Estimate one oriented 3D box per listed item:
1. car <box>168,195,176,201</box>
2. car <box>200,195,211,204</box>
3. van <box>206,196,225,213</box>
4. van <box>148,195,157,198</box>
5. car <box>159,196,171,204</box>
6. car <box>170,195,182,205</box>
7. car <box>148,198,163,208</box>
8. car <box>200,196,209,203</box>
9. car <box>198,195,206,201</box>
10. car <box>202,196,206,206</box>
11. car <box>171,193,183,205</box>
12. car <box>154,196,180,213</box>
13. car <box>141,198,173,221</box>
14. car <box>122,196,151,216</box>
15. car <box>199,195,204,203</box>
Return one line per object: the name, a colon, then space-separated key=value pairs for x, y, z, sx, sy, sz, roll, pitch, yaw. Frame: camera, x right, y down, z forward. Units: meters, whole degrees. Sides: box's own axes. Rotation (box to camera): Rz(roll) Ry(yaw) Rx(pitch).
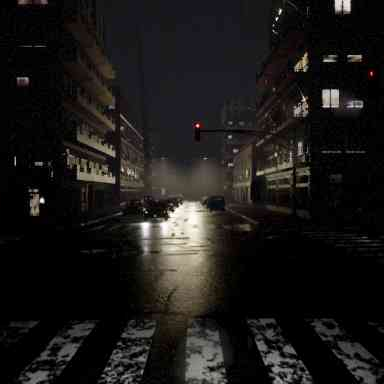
car: x=-5.225 y=1.513 z=87.785 sx=2.008 sy=1.369 sz=4.403 roll=0 pitch=0 yaw=0
car: x=2.632 y=1.420 z=65.451 sx=1.967 sy=1.590 sz=4.097 roll=0 pitch=0 yaw=0
van: x=2.733 y=1.332 z=36.922 sx=1.690 sy=1.788 sz=3.998 roll=0 pitch=0 yaw=0
van: x=-5.365 y=1.330 z=43.134 sx=1.690 sy=1.788 sz=3.998 roll=0 pitch=0 yaw=0
car: x=-5.248 y=1.525 z=65.459 sx=1.887 sy=1.381 sz=4.507 roll=0 pitch=0 yaw=0
car: x=-2.791 y=1.513 z=46.998 sx=1.812 sy=1.442 sz=4.674 roll=0 pitch=0 yaw=0
car: x=-5.313 y=1.569 z=48.715 sx=1.802 sy=1.307 sz=4.206 roll=0 pitch=0 yaw=0
car: x=2.638 y=1.521 z=71.032 sx=1.887 sy=1.381 sz=4.507 roll=0 pitch=0 yaw=0
car: x=2.655 y=1.528 z=87.777 sx=1.947 sy=1.339 sz=4.313 roll=0 pitch=0 yaw=0
car: x=2.704 y=1.533 z=43.126 sx=1.887 sy=1.381 sz=4.507 roll=0 pitch=0 yaw=0
car: x=-2.743 y=1.205 z=57.641 sx=2.150 sy=2.045 sz=5.566 roll=0 pitch=0 yaw=1
car: x=-2.811 y=1.538 z=37.086 sx=2.033 sy=1.411 sz=5.357 roll=0 pitch=0 yaw=0
car: x=-2.809 y=1.520 z=27.440 sx=1.812 sy=1.442 sz=4.674 roll=0 pitch=0 yaw=-1
car: x=-5.411 y=1.433 z=31.970 sx=1.967 sy=1.590 sz=4.097 roll=0 pitch=0 yaw=0
car: x=2.623 y=1.551 z=54.288 sx=1.947 sy=1.339 sz=4.313 roll=0 pitch=0 yaw=0
